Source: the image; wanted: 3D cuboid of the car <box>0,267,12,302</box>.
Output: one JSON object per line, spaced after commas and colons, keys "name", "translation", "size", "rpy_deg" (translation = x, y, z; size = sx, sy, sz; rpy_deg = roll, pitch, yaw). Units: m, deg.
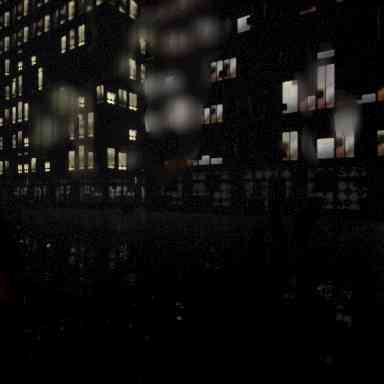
{"name": "car", "translation": [-5.559, 1.526, 6.817], "size": [4.829, 1.417, 1.752], "rpy_deg": [0, 0, 35]}
